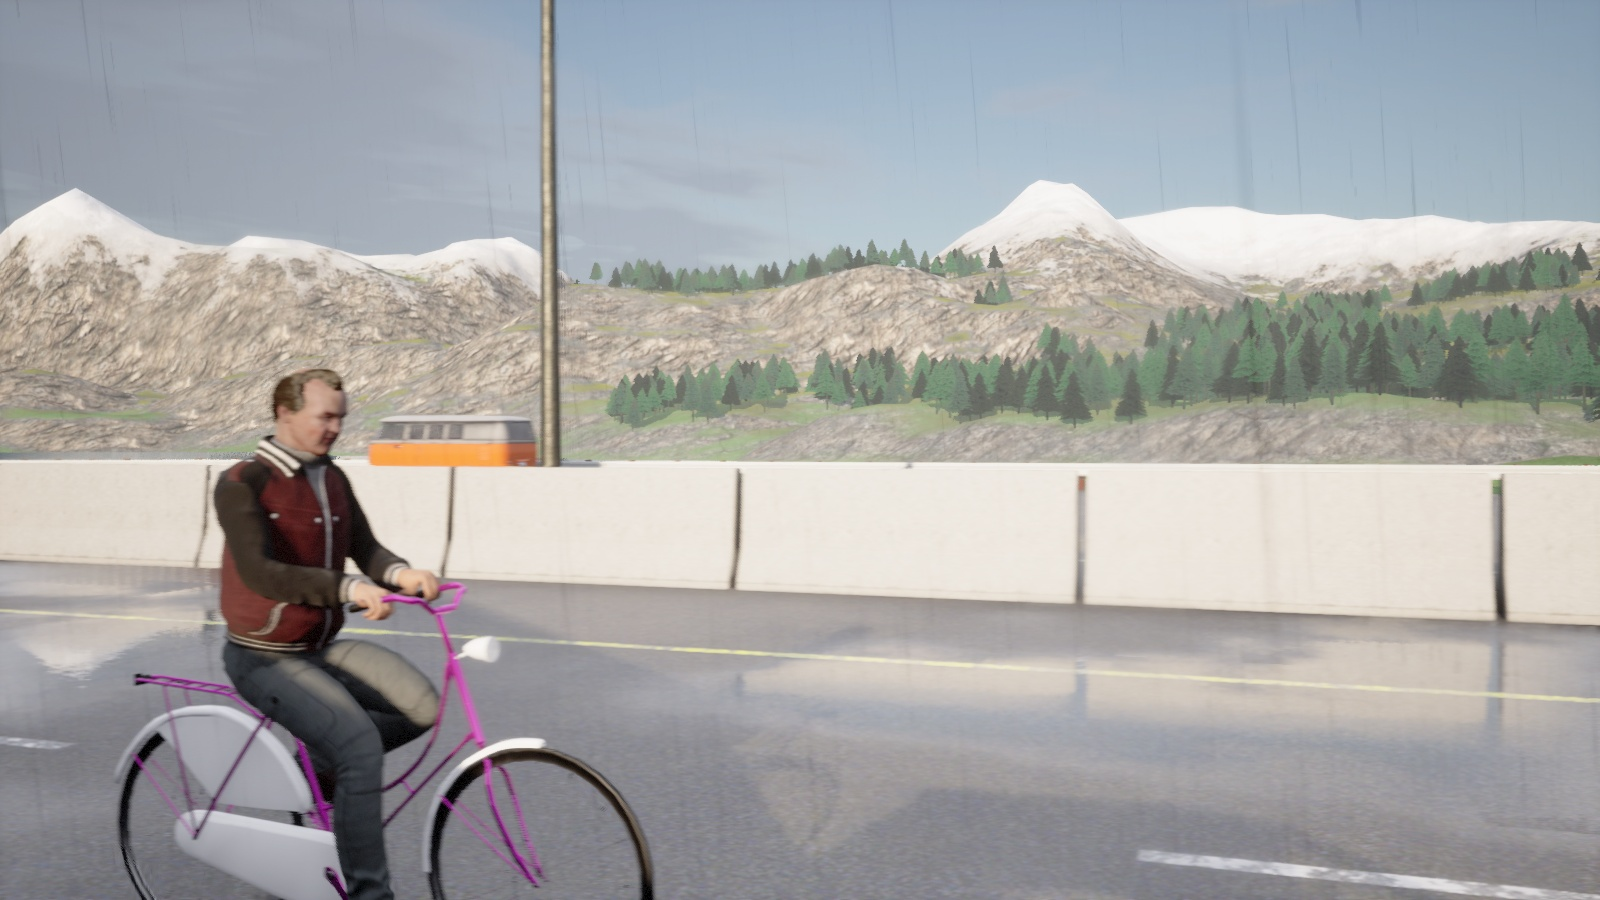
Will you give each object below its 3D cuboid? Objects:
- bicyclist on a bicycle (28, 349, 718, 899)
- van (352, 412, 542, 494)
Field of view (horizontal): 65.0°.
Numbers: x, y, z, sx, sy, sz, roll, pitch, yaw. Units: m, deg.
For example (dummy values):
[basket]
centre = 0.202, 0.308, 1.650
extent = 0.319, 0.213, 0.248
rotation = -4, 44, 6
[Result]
[bicyclist on a bicycle]
centre = -1.219, 0.636, 3.602
extent = 1.843, 1.776, 0.659
rotation = 1, 1, 19
[van]
centre = -9.018, 0.036, 32.078
extent = 4.442, 1.987, 1.775
rotation = 1, 1, 19
